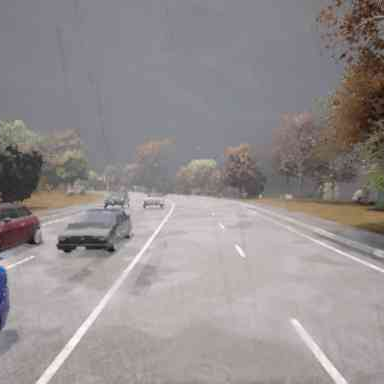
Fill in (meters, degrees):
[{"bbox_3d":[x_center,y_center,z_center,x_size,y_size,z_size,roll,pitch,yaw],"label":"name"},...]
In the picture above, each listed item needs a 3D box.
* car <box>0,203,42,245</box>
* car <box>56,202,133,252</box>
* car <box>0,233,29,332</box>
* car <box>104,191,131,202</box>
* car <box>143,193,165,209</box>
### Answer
[{"bbox_3d":[-7.110,1.233,11.506,2.097,1.767,4.553,0,1,0],"label":"car"},{"bbox_3d":[-3.616,1.385,13.462,2.033,1.411,5.357,0,1,0],"label":"car"},{"bbox_3d":[-3.603,1.469,2.822,1.882,1.535,5.008,0,0,0],"label":"car"},{"bbox_3d":[-7.117,0.667,32.056,1.837,1.490,4.892,0,1,-1],"label":"car"},{"bbox_3d":[-3.621,0.762,32.117,1.895,1.301,4.718,0,1,-1],"label":"car"}]
